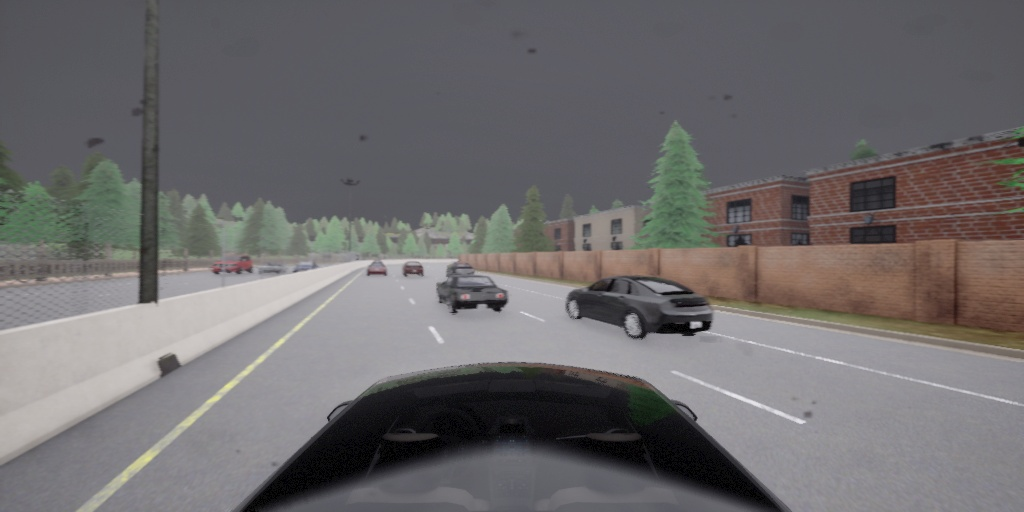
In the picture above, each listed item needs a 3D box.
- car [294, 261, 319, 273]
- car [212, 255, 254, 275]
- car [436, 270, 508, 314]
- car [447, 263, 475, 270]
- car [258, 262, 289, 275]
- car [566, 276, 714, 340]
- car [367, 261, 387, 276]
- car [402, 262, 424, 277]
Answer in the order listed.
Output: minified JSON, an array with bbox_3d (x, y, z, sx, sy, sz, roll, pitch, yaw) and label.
[{"bbox_3d":[-22.331,1.278,39.118,1.812,1.442,4.674,1,-1,-20],"label":"car"},{"bbox_3d":[-29.325,0.917,37.896,2.150,2.045,5.566,1,-1,-20],"label":"car"},{"bbox_3d":[-1.765,1.394,14.085,1.895,1.301,4.718,1,0,-20],"label":"car"},{"bbox_3d":[-4.644,1.346,32.039,2.128,1.511,4.902,1,0,-20],"label":"car"},{"bbox_3d":[-26.135,1.326,39.361,1.895,1.301,4.718,1,0,-20],"label":"car"},{"bbox_3d":[3.327,1.319,10.386,1.837,1.490,4.892,1,0,-20],"label":"car"},{"bbox_3d":[-14.637,1.374,38.918,1.994,1.385,4.181,1,0,-20],"label":"car"},{"bbox_3d":[-10.445,1.314,37.662,1.882,1.535,5.008,1,0,-20],"label":"car"}]
